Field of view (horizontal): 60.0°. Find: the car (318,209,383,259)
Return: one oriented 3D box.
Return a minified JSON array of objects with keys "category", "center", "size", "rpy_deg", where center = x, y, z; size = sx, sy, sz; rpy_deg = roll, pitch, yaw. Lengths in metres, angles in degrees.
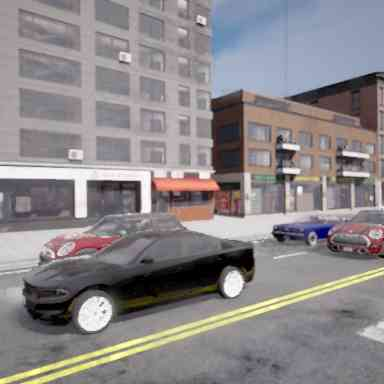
[{"category":"car","center":[7.380,1.474,13.225],"size":[4.553,1.767,2.097],"rpy_deg":[0,-1,-37]}]

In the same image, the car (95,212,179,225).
[{"category":"car","center":[-2.135,1.462,10.141],"size":[4.553,1.767,2.097],"rpy_deg":[0,-1,-37]}]

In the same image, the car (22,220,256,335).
[{"category":"car","center":[-0.811,1.553,7.072],"size":[5.008,1.535,1.882],"rpy_deg":[0,-1,-37]}]

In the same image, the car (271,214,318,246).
[{"category":"car","center":[6.038,1.757,16.276],"size":[4.718,1.301,1.895],"rpy_deg":[0,-1,-36]}]
